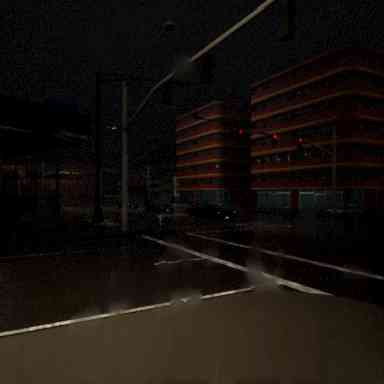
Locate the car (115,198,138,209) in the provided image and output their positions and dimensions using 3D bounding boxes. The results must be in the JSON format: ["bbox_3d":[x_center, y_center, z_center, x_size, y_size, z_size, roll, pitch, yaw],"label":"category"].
[{"bbox_3d":[-8.735,1.505,44.152,1.837,1.490,4.892,0,0,-31],"label":"car"}]

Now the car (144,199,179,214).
[{"bbox_3d":[-3.591,1.526,35.435,1.812,1.442,4.674,0,0,-30],"label":"car"}]

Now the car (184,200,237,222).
[{"bbox_3d":[1.513,1.601,26.797,1.895,1.301,4.718,0,0,-31],"label":"car"}]

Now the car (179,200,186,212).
[{"bbox_3d":[-0.870,1.601,38.052,1.895,1.301,4.718,0,0,-30],"label":"car"}]
